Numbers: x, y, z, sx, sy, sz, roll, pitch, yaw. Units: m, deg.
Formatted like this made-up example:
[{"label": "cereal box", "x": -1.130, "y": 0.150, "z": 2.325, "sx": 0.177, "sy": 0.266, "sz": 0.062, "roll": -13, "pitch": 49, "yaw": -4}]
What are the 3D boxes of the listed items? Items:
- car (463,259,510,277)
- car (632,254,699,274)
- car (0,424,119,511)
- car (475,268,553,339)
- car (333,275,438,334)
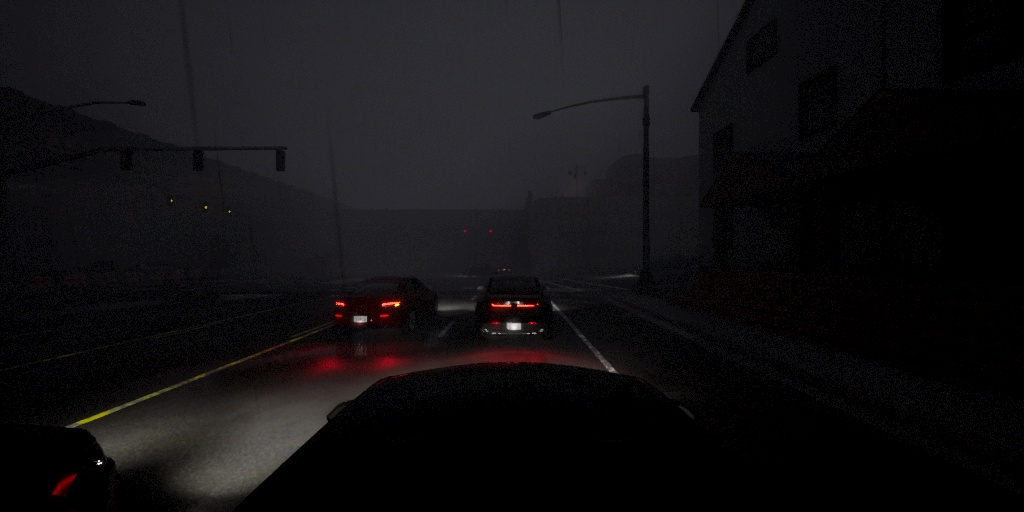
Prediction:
[{"label": "car", "x": -2.405, "y": 1.296, "z": 33.648, "sx": 2.033, "sy": 1.411, "sz": 5.357, "roll": 0, "pitch": 0, "yaw": -44}, {"label": "car", "x": 13.028, "y": 0.603, "z": 30.458, "sx": 5.357, "sy": 1.411, "sz": 2.033, "roll": -7, "pitch": 0, "yaw": -1}, {"label": "car", "x": -3.401, "y": 1.255, "z": 0.201, "sx": 1.837, "sy": 1.490, "sz": 4.892, "roll": 0, "pitch": 0, "yaw": 0}, {"label": "car", "x": 0.043, "y": 1.255, "z": 10.068, "sx": 1.837, "sy": 1.490, "sz": 4.892, "roll": 0, "pitch": 0, "yaw": 0}, {"label": "car", "x": -3.453, "y": 1.276, "z": 10.483, "sx": 1.812, "sy": 1.442, "sz": 4.674, "roll": 0, "pitch": 0, "yaw": 0}]
